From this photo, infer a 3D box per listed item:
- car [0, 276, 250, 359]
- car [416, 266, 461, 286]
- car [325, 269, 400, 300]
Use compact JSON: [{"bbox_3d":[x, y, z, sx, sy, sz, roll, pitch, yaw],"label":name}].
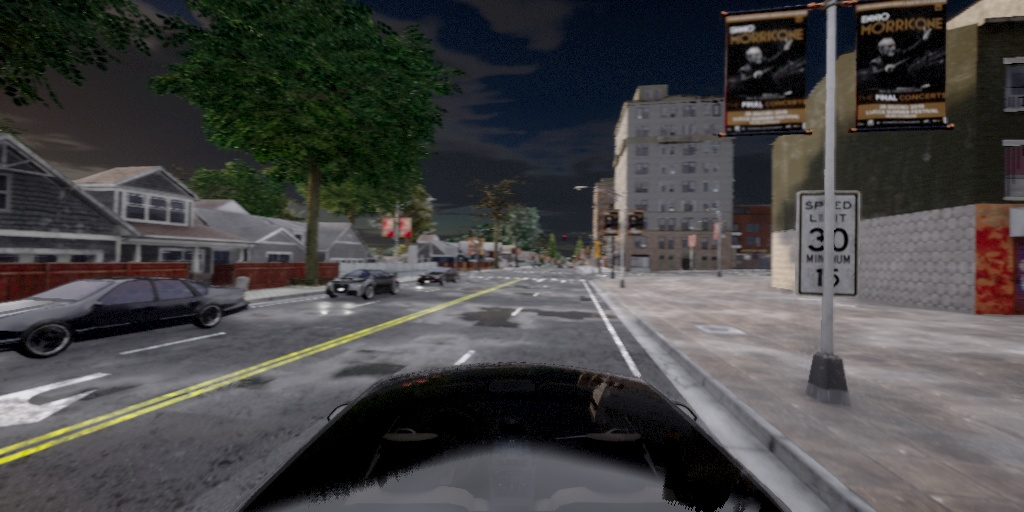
[{"bbox_3d":[-9.075,1.182,8.356,2.033,1.411,5.357,1,-1,10],"label":"car"},{"bbox_3d":[-5.663,1.510,28.476,2.033,1.411,5.357,1,-1,10],"label":"car"},{"bbox_3d":[-7.416,1.358,18.196,1.994,1.385,4.181,1,-1,10],"label":"car"}]
